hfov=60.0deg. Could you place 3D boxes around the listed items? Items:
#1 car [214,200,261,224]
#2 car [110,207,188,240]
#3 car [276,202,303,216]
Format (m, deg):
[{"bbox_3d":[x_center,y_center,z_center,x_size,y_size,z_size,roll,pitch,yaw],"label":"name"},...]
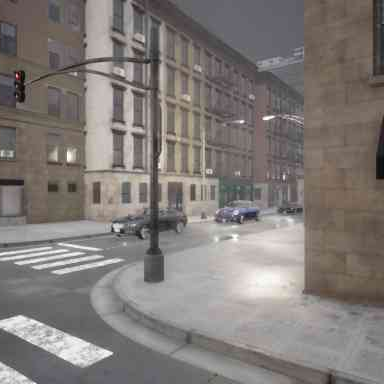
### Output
[{"bbox_3d":[3.631,1.480,25.993,2.097,1.767,4.553,0,0,36],"label":"car"},{"bbox_3d":[-2.161,1.568,17.842,2.128,1.511,4.902,0,0,35],"label":"car"},{"bbox_3d":[10.776,1.794,36.010,1.895,1.301,4.718,0,0,34],"label":"car"}]
